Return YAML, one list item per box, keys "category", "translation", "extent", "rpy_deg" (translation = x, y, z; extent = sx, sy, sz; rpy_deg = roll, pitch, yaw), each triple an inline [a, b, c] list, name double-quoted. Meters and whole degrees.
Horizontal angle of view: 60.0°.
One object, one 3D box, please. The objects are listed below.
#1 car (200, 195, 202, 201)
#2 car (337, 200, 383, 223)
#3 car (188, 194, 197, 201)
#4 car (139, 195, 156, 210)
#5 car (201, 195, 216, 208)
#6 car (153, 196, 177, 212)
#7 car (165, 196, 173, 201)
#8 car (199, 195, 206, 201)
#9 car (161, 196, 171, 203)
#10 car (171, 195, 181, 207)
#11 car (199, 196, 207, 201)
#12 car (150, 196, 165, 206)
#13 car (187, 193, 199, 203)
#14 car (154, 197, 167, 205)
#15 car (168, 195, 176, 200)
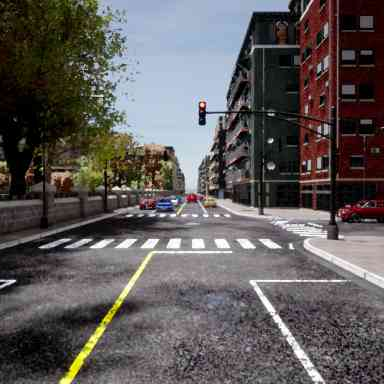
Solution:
- category: "car"
  translation: [2.734, 1.562, 54.960]
  extent: [1.887, 1.381, 4.507]
  rpy_deg: [0, 0, 0]
- category: "car"
  translation: [14.639, 1.591, 27.306]
  extent: [5.009, 1.841, 2.192]
  rpy_deg: [1, -1, 0]
- category: "car"
  translation: [0.068, 1.306, 79.598]
  extent: [2.097, 1.767, 4.553]
  rpy_deg: [0, 0, 0]
- category: "car"
  translation: [-5.656, 1.324, 43.896]
  extent: [2.192, 1.841, 5.009]
  rpy_deg: [0, 0, 0]
- category: "car"
  translation: [2.730, 1.538, 49.595]
  extent: [1.752, 1.417, 4.829]
  rpy_deg: [0, 0, 0]
- category: "car"
  translation: [-3.067, 1.532, 38.294]
  extent: [1.812, 1.442, 4.674]
  rpy_deg: [0, 0, 0]
- category: "car"
  translation: [-5.623, 1.624, 82.642]
  extent: [1.802, 1.307, 4.206]
  rpy_deg: [0, 0, 0]
- category: "car"
  translation: [2.761, 1.593, 88.171]
  extent: [1.887, 1.381, 4.507]
  rpy_deg: [0, 0, 0]
- category: "car"
  translation: [-5.632, 1.613, 71.571]
  extent: [1.802, 1.307, 4.206]
  rpy_deg: [0, 0, 0]
- category: "car"
  translation: [-3.052, 1.539, 50.736]
  extent: [1.812, 1.442, 4.674]
  rpy_deg: [0, 0, 0]
- category: "car"
  translation: [2.757, 1.587, 82.636]
  extent: [1.887, 1.381, 4.507]
  rpy_deg: [0, 0, 0]
- category: "car"
  translation: [-5.647, 1.457, 54.966]
  extent: [1.967, 1.590, 4.097]
  rpy_deg: [0, 0, 0]
- category: "car"
  translation: [0.060, 1.251, 69.238]
  extent: [2.150, 2.045, 5.566]
  rpy_deg: [0, 0, 0]
- category: "car"
  translation: [-5.642, 1.566, 60.502]
  extent: [1.887, 1.381, 4.507]
  rpy_deg: [0, 0, 0]
- category: "car"
  translation: [-5.614, 1.580, 93.542]
  extent: [1.752, 1.417, 4.829]
  rpy_deg: [0, 0, 0]
